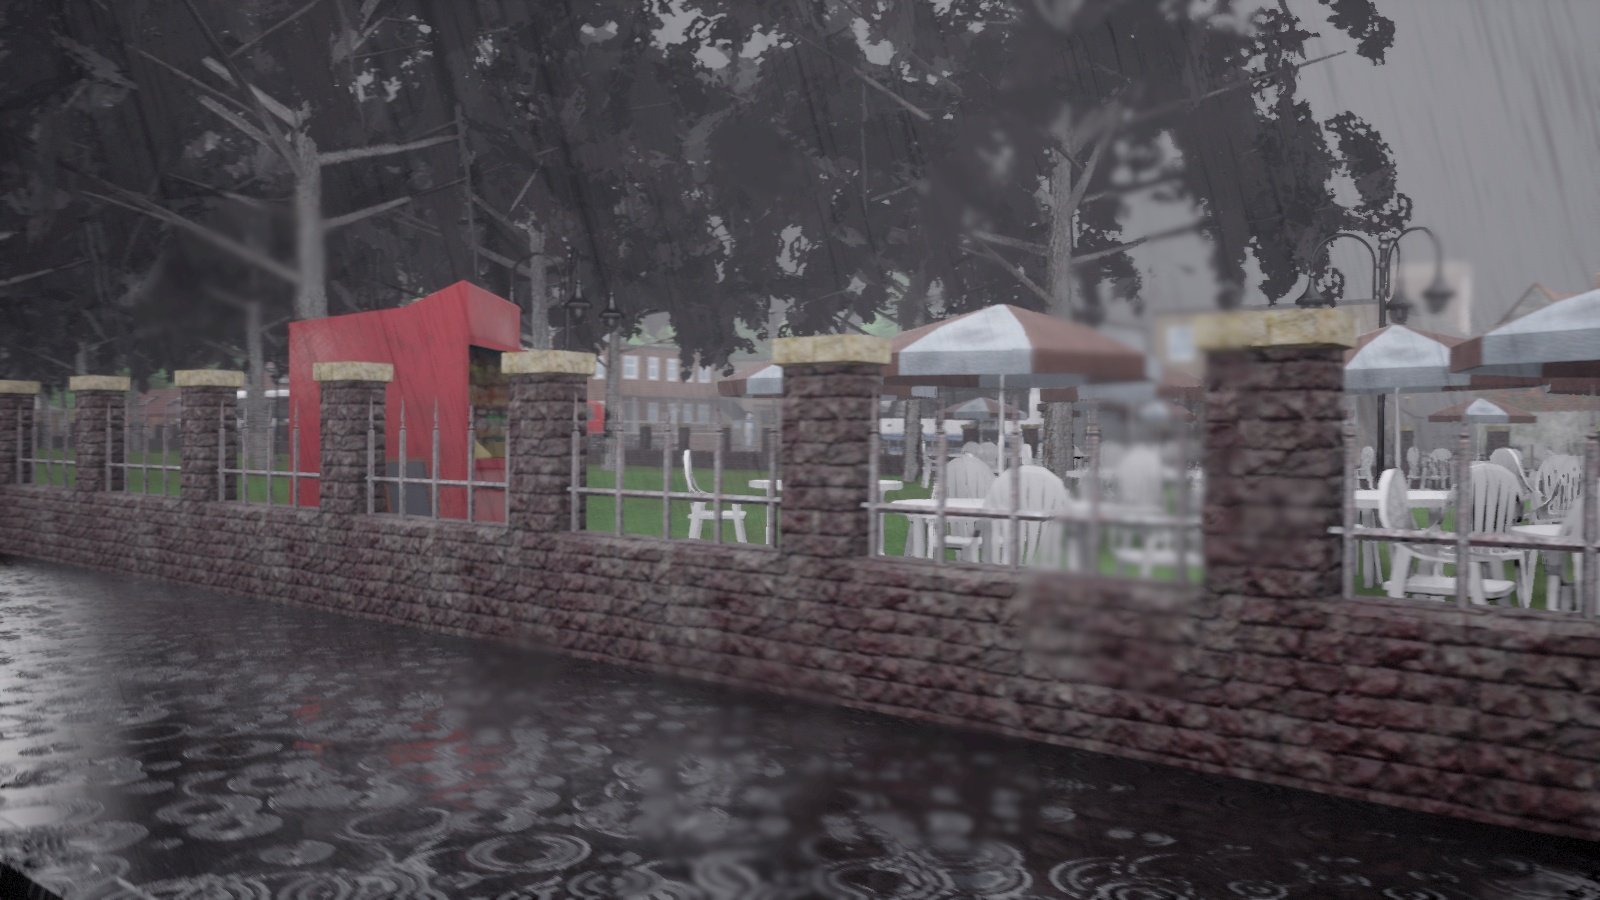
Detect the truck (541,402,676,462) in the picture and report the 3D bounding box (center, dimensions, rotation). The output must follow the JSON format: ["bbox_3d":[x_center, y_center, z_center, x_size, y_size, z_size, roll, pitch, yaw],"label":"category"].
[{"bbox_3d":[-11.570,-1.087,76.662,2.891,3.462,7.936,0,1,45],"label":"truck"}]

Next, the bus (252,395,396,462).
[{"bbox_3d":[-31.818,-1.400,83.727,10.273,4.253,3.944,0,1,36],"label":"bus"}]

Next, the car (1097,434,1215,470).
[{"bbox_3d":[14.482,0.053,51.172,4.181,1.385,1.994,0,1,39],"label":"car"}]

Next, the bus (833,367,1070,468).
[{"bbox_3d":[6.760,-1.400,57.482,10.273,4.253,3.944,0,1,40],"label":"bus"}]
